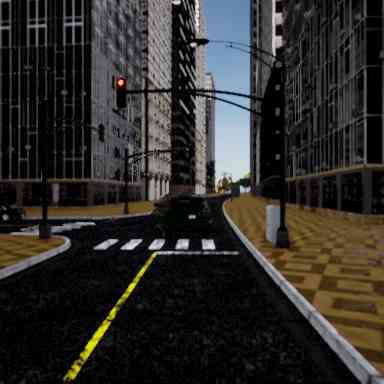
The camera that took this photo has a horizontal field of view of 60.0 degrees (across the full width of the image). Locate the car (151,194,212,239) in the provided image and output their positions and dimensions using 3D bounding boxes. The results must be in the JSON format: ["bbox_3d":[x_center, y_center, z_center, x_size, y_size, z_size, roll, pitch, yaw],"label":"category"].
[{"bbox_3d":[-0.659,1.160,17.071,2.150,2.045,5.566,0,0,-14],"label":"car"}]

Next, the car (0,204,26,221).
[{"bbox_3d":[-16.453,1.757,28.442,4.403,1.369,2.008,-1,1,10],"label":"car"}]

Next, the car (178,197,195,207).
[{"bbox_3d":[-0.684,1.401,46.948,1.895,1.301,4.718,0,0,6],"label":"car"}]

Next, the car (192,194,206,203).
[{"bbox_3d":[1.305,1.199,63.849,2.128,1.511,4.902,0,0,8],"label":"car"}]
